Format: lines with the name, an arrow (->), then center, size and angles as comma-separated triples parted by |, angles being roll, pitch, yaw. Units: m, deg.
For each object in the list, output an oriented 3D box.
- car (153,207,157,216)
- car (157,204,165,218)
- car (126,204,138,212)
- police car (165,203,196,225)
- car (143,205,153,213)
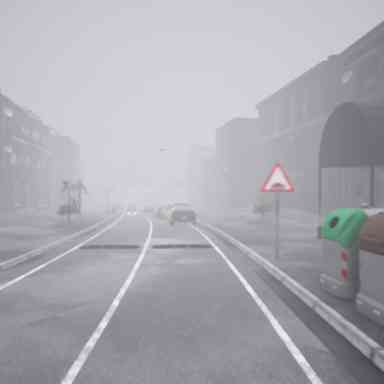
car -> -3.552, 2.322, 42.658 | 1.882, 1.535, 5.008 | 0, -3, -11
car -> -2.491, 2.065, 36.912 | 1.801, 1.575, 5.366 | 0, -2, -10
car -> -11.664, 3.065, 64.773 | 2.128, 1.511, 4.902 | 0, 1, -10
police car -> -0.879, 1.738, 26.841 | 1.930, 1.638, 5.238 | 0, -1, -8
car -> -8.097, 3.141, 62.075 | 1.895, 1.301, 4.718 | 0, -1, -11
